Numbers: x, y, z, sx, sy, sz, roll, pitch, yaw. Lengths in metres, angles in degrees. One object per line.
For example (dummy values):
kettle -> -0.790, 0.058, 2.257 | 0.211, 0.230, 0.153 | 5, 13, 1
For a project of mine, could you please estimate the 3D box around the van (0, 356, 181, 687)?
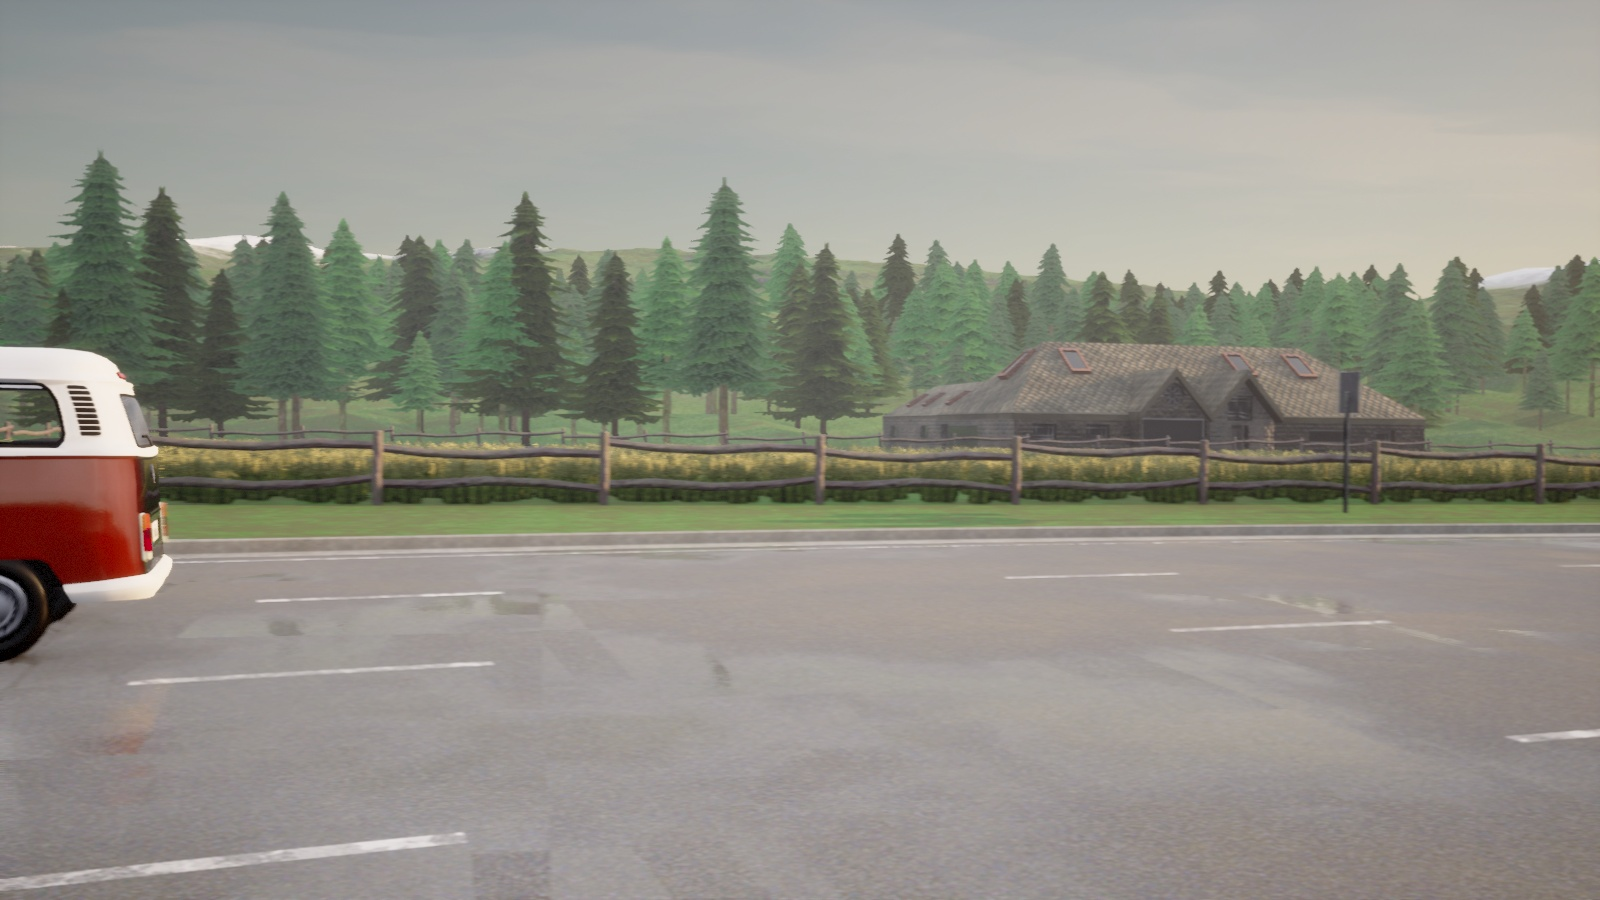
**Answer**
van -> -6.596, 0.451, 8.146 | 4.480, 2.038, 2.069 | -1, 1, -23
